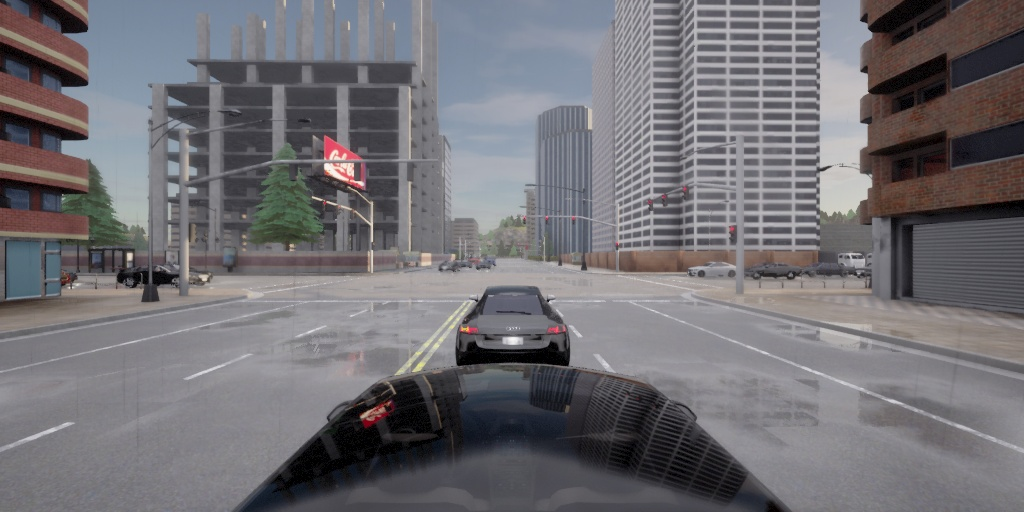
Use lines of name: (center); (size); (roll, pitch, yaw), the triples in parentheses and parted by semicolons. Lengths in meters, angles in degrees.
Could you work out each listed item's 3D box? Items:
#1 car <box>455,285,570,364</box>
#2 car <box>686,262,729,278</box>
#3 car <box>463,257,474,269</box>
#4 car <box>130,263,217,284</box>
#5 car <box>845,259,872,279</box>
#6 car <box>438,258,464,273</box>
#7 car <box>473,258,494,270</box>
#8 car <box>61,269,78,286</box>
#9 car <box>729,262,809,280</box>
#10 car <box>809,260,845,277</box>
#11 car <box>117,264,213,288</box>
car: (0.011, 1.314, 7.691); (1.994, 1.385, 4.181); (0, 0, 0)
car: (19.089, 1.276, 34.078); (4.674, 1.442, 1.812); (0, 0, -1)
car: (-7.610, 1.313, 57.783); (1.994, 1.385, 4.181); (0, 0, 0)
car: (-24.691, 1.276, 26.270); (4.674, 1.442, 1.812); (0, 0, -1)
car: (32.227, 1.241, 30.776); (4.902, 1.511, 2.128); (0, 0, -1)
car: (-7.635, 1.241, 43.841); (2.128, 1.511, 4.902); (0, 0, 3)
car: (-4.058, 1.313, 51.294); (1.994, 1.385, 4.181); (0, 0, 0)
car: (-31.113, 1.102, 22.657); (4.553, 1.767, 2.097); (0, 0, -1)
car: (21.853, 1.241, 30.638); (4.902, 1.511, 2.128); (0, 0, -1)
car: (29.671, 1.297, 34.247); (5.357, 1.411, 2.033); (0, 0, -1)
car: (-22.011, 1.241, 22.787); (4.902, 1.511, 2.128); (0, 0, -1)
